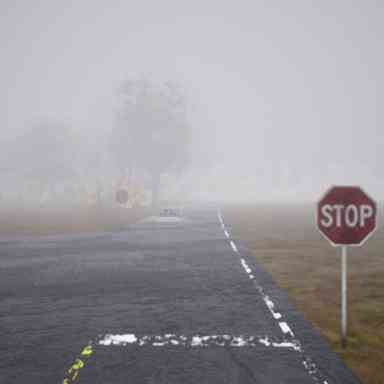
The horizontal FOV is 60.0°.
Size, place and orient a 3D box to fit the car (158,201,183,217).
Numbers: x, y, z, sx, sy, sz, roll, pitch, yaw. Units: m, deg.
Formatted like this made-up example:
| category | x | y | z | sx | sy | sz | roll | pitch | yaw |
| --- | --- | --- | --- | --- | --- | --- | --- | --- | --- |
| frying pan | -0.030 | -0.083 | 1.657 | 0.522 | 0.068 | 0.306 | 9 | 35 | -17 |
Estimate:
| category | x | y | z | sx | sy | sz | roll | pitch | yaw |
| --- | --- | --- | --- | --- | --- | --- | --- | --- | --- |
| car | -1.944 | 1.551 | 30.877 | 1.994 | 1.385 | 4.181 | 0 | 0 | 4 |
